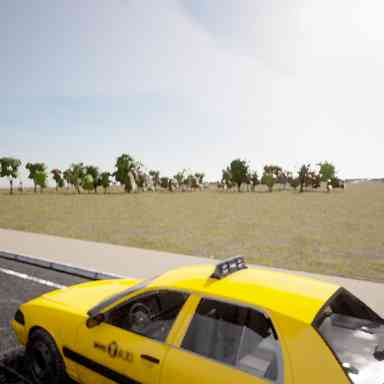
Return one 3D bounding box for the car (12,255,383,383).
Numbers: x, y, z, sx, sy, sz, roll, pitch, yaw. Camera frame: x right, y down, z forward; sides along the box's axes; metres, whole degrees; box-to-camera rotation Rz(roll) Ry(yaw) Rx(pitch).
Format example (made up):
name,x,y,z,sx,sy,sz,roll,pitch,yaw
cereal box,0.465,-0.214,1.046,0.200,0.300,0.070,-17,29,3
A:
name,x,y,z,sx,sy,sz,roll,pitch,yaw
car,0.129,1.446,3.471,5.366,1.575,1.801,0,0,36
